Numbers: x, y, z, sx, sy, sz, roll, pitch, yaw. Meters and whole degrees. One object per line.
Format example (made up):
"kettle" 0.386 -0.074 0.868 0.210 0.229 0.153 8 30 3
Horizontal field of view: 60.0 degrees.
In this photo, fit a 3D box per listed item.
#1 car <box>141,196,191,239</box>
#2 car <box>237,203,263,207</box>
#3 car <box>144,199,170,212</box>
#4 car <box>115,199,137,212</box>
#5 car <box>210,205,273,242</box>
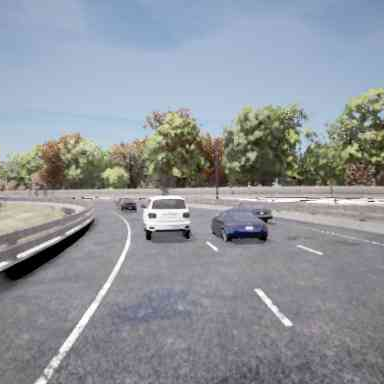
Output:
"car" -1.471 1.240 17.669 2.150 2.045 5.566 0 0 -10
"car" 4.179 1.514 25.184 2.033 1.411 5.357 0 0 -14
"car" -4.305 1.615 40.143 1.994 1.385 4.181 0 0 -21
"car" -7.931 1.591 39.849 1.837 1.490 4.892 0 0 -22
"car" 2.182 1.547 16.415 1.994 1.385 4.181 0 0 -9
